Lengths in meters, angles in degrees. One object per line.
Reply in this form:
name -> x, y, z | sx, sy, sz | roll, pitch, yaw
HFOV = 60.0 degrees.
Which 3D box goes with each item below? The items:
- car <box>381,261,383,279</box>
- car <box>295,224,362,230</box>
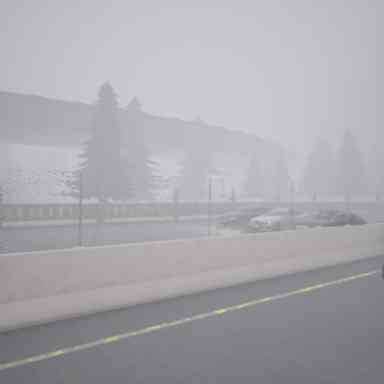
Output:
car -> 6.728, 1.706, 8.561 | 4.181, 1.385, 1.994 | 1, -1, -35
car -> 7.364, 1.715, 17.839 | 4.902, 1.511, 2.128 | 1, -1, -35
